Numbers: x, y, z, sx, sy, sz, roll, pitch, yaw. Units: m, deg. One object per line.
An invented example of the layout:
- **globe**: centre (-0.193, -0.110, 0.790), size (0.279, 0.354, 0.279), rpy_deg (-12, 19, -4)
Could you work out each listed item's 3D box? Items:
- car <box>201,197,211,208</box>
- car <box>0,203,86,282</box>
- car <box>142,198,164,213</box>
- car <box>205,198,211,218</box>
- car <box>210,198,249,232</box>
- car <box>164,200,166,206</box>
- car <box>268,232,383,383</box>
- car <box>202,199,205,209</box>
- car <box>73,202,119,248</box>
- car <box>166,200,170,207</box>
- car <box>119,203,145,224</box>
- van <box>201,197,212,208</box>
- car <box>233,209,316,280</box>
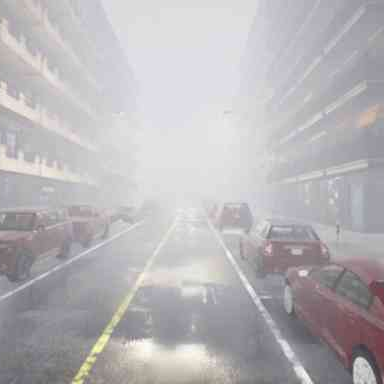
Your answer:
- **car**: centre (2.571, 1.789, 54.417), size (2.192, 1.841, 5.009), rpy_deg (1, -1, 0)
- **car**: centre (-5.288, 1.394, 10.231), size (2.192, 1.841, 5.009), rpy_deg (1, 0, 0)
- **car**: centre (-5.278, 1.679, 43.412), size (2.192, 1.841, 5.009), rpy_deg (1, -1, 0)
- **car**: centre (2.562, 1.701, 32.291), size (1.967, 1.590, 4.097), rpy_deg (1, -1, 0)
- **car**: centre (2.562, 1.481, 21.230), size (2.192, 1.841, 5.009), rpy_deg (1, 0, 0)
- **car**: centre (-5.282, 1.964, 48.941), size (1.887, 1.381, 4.507), rpy_deg (1, -1, 0)
- **car**: centre (2.586, 1.580, 4.635), size (1.887, 1.381, 4.507), rpy_deg (1, 0, 0)
- **car**: centre (2.562, 1.945, 43.352), size (1.802, 1.307, 4.206), rpy_deg (1, -1, 0)
- **car**: centre (-5.286, 1.437, 15.761), size (2.192, 1.841, 5.009), rpy_deg (1, 0, 0)
- **car**: centre (-5.278, 2.175, 65.534), size (1.802, 1.307, 4.206), rpy_deg (1, -1, 0)
- **car**: centre (-5.289, 1.779, 26.821), size (1.947, 1.339, 4.313), rpy_deg (1, 0, 0)
- **van**: centre (2.572, 1.874, 59.948), size (1.690, 1.788, 3.998), rpy_deg (1, -1, 0)
- **car**: centre (2.597, 1.518, 10.167), size (1.967, 1.590, 4.097), rpy_deg (1, 0, 0)
